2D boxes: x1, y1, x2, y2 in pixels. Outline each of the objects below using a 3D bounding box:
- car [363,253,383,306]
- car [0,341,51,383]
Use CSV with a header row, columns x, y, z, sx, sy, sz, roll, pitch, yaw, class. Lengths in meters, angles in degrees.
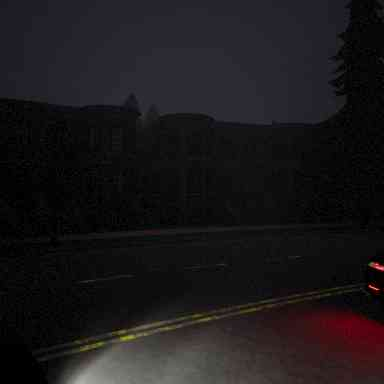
x,y,z,sx,sy,sz,roll,pitch,yaw,class
5.464,1.492,6.218,4.902,1.511,2.128,0,0,-24,car
-3.293,1.547,1.235,5.357,1.411,2.033,0,0,-38,car
